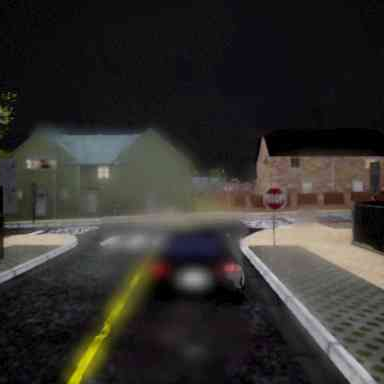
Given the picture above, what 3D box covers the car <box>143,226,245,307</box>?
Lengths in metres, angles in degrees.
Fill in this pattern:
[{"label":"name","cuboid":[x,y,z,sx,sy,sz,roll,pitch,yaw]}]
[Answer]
[{"label":"car","cuboid":[0.051,1.501,7.932,1.994,1.385,4.181,0,0,0]}]
